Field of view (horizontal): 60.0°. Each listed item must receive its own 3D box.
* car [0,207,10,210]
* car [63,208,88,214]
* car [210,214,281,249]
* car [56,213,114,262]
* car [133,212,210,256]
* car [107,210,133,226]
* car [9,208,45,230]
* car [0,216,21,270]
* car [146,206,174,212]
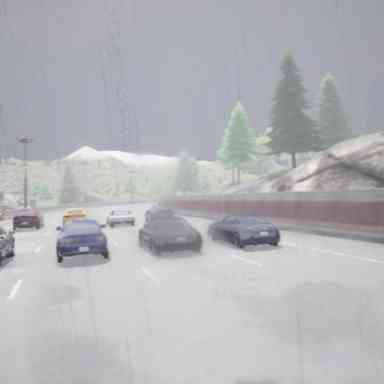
[{"bbox_3d":[-30.834,3.108,54.411,2.033,1.411,5.357,-2,-1,-7],"label":"car"},{"bbox_3d":[-9.849,2.114,28.115,1.882,1.535,5.008,-1,0,-19],"label":"car"},{"bbox_3d":[2.271,1.700,15.469,1.994,1.385,4.181,-1,-1,-20],"label":"car"},{"bbox_3d":[-4.481,1.826,13.564,1.812,1.442,4.674,-1,-1,-20],"label":"car"},{"bbox_3d":[-1.059,1.780,14.391,1.994,1.385,4.181,-1,-1,-20],"label":"car"},{"bbox_3d":[-5.984,2.123,27.639,1.895,1.301,4.718,-1,-1,-19],"label":"car"},{"bbox_3d":[-13.128,2.190,26.896,1.882,1.535,5.008,-1,0,-19],"label":"car"},{"bbox_3d":[-7.543,1.869,11.736,1.837,1.490,4.892,-1,0,-20],"label":"car"},{"bbox_3d":[-2.906,1.951,29.441,2.128,1.511,4.902,-1,-1,-19],"label":"car"}]
